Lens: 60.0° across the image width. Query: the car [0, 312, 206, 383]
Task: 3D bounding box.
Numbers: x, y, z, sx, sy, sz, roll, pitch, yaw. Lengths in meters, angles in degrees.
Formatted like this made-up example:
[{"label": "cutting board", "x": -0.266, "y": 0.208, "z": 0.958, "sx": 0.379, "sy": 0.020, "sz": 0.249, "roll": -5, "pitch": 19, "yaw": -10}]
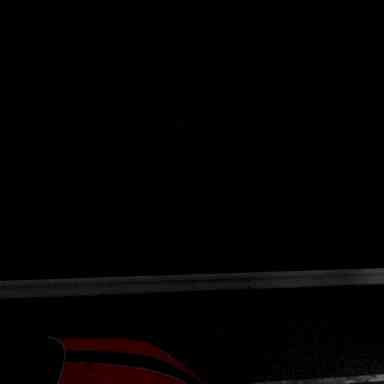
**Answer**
[{"label": "car", "x": -1.890, "y": 1.352, "z": 1.623, "sx": 4.553, "sy": 1.767, "sz": 2.097, "roll": 0, "pitch": 0, "yaw": -6}]
